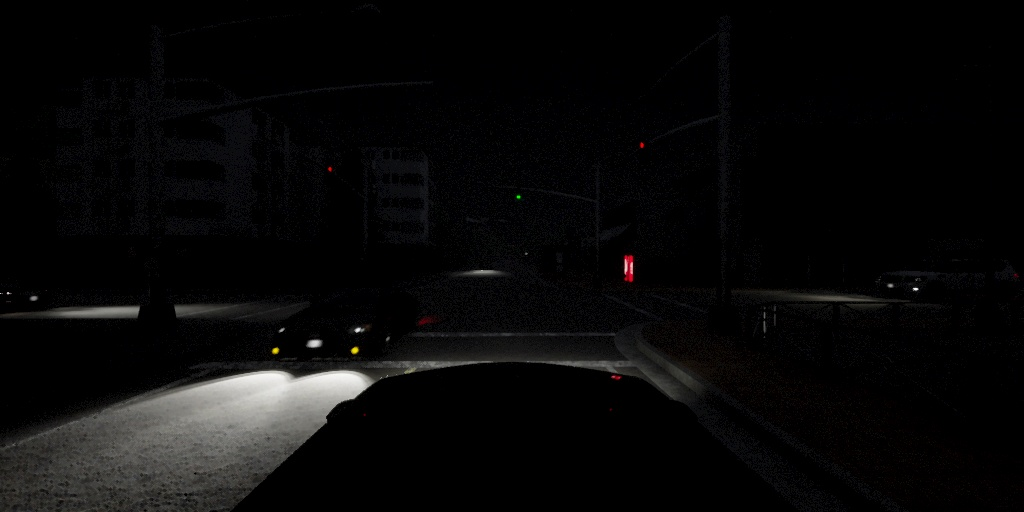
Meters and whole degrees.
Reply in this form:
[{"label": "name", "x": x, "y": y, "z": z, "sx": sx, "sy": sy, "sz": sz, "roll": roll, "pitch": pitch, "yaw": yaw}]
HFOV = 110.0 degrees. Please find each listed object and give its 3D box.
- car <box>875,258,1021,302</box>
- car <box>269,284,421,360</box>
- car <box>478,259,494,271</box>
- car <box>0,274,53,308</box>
[{"label": "car", "x": 21.893, "y": 1.145, "z": 18.130, "sx": 5.566, "sy": 2.045, "sz": 2.150, "roll": 0, "pitch": 0, "yaw": 0}, {"label": "car", "x": -3.516, "y": 1.363, "z": 8.371, "sx": 1.994, "sy": 1.385, "sz": 4.181, "roll": 0, "pitch": 0, "yaw": 0}, {"label": "car", "x": -3.621, "y": 1.191, "z": 50.271, "sx": 2.128, "sy": 1.511, "sz": 4.902, "roll": 0, "pitch": 0, "yaw": 0}, {"label": "car", "x": -21.411, "y": 1.416, "z": 14.210, "sx": 4.902, "sy": 1.511, "sz": 2.128, "roll": 0, "pitch": 0, "yaw": 0}]
